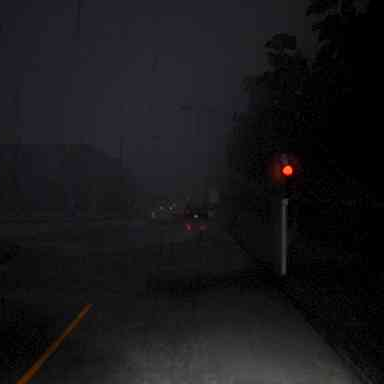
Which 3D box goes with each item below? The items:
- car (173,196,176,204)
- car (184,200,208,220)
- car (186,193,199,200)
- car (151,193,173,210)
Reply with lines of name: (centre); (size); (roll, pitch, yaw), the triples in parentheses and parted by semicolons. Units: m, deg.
car: (-4.066, 1.505, 53.813); (1.837, 1.490, 4.892); (0, 0, 0)
car: (0.338, 1.601, 28.375); (1.895, 1.301, 4.718); (0, 0, 1)
car: (0.124, 1.221, 62.011); (2.150, 2.045, 5.566); (0, 0, 0)
car: (-4.080, 1.221, 43.895); (2.150, 2.045, 5.566); (0, 0, 0)
